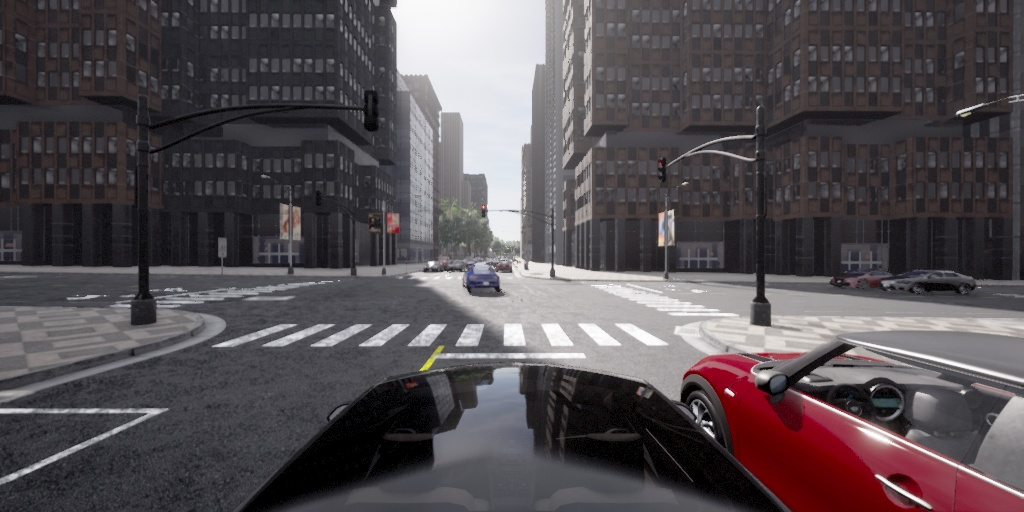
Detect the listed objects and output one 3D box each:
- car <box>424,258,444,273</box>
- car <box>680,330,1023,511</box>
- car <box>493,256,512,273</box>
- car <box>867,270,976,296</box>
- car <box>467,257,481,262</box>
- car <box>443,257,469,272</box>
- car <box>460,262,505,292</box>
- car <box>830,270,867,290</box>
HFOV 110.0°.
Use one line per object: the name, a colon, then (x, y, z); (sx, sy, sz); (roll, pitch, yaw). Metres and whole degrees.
car: (-9.454, 1.288, 43.485); (1.948, 1.339, 4.313); (0, 0, -1)
car: (2.760, 1.189, 2.240); (1.967, 1.591, 4.097); (0, 0, 0)
car: (-0.930, 1.162, 43.604); (1.967, 1.591, 4.097); (0, 0, -1)
car: (26.026, 1.625, 22.584); (4.902, 1.511, 2.128); (1, 0, -1)
car: (-7.005, 1.295, 61.200); (2.033, 1.411, 5.357); (0, 0, 0)
car: (-6.789, 1.227, 43.923); (1.837, 1.490, 4.892); (0, 0, -1)
car: (-1.844, 1.261, 21.031); (1.812, 1.442, 4.674); (1, 0, -12)
car: (25.538, 1.684, 25.828); (4.181, 1.385, 1.994); (1, 0, -1)
